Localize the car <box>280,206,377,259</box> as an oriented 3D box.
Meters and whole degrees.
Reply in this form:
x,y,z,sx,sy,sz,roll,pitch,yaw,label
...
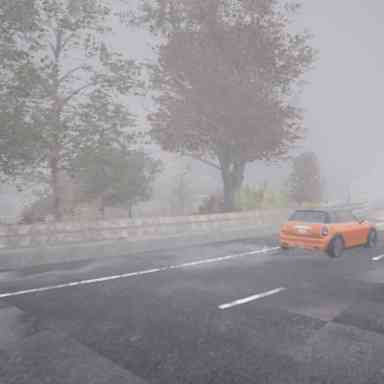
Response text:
x,y,z,sx,sy,sz,roll,pitch,yaw,label
5.447,1.382,13.062,4.553,1.767,2.097,0,0,-42,car
